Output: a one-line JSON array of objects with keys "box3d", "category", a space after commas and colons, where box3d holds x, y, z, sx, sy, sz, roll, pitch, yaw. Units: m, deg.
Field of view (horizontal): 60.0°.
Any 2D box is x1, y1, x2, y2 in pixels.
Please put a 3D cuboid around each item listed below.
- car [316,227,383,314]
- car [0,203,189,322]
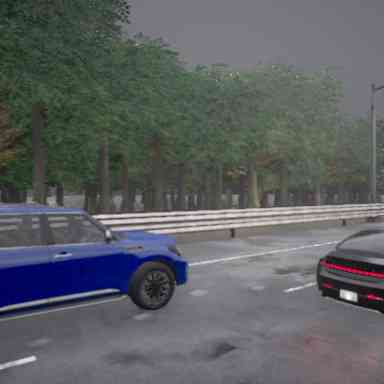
[{"box3d": [4.634, 1.509, 7.059, 4.892, 1.490, 1.837, 0, 0, -35], "category": "car"}, {"box3d": [-2.731, 1.223, 6.104, 5.566, 2.045, 2.150, 0, 0, -35], "category": "car"}]
